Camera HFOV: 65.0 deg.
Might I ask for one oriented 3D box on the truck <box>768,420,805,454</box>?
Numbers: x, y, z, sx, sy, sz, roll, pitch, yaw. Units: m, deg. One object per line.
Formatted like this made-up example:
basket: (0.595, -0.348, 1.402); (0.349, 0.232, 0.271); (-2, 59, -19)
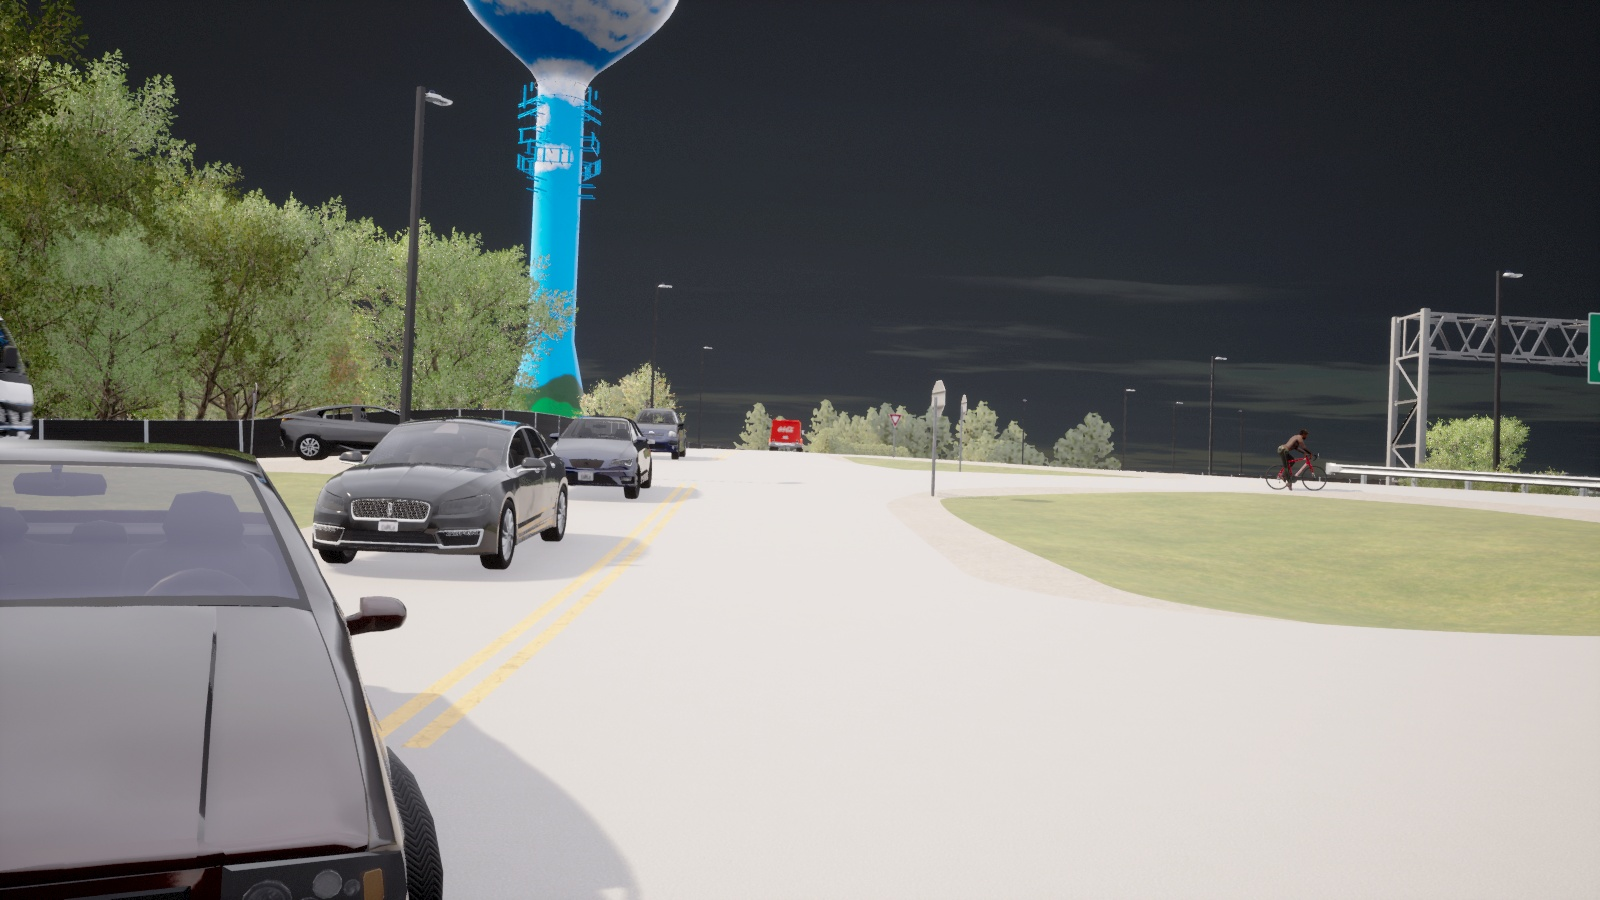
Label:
truck: (-1.015, -0.989, 97.356); (2.627, 2.467, 5.204); (1, -1, 2)

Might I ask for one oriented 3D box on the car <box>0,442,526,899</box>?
car: (-2.554, 0.719, 4.461); (2.033, 1.411, 5.357); (1, 1, -24)

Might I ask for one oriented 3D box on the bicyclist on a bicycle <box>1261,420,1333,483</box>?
bicyclist on a bicycle: (13.157, 0.035, 33.266); (1.656, 1.620, 0.582); (1, 1, 0)

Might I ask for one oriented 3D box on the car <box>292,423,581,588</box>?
car: (-3.831, 0.468, 14.197); (1.837, 1.490, 4.892); (1, 2, 0)

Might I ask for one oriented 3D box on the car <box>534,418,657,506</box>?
car: (-3.842, 0.155, 24.277); (1.816, 1.474, 4.193); (1, 2, -2)

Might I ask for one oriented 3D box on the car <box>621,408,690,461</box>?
car: (-4.686, -0.516, 41.172); (1.851, 1.617, 3.988); (1, 1, -1)

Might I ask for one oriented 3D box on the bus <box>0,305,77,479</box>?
bus: (-24.203, -1.361, 31.096); (10.273, 4.253, 3.944); (-1, 1, -19)

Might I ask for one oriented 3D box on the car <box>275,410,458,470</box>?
car: (-11.633, -0.289, 34.010); (4.514, 1.525, 2.007); (-1, 0, -14)
